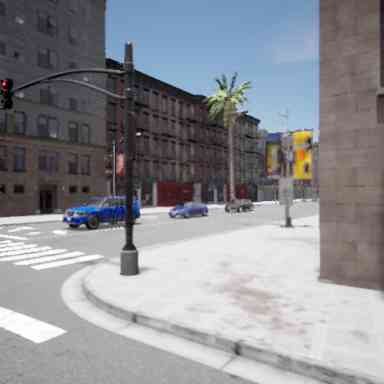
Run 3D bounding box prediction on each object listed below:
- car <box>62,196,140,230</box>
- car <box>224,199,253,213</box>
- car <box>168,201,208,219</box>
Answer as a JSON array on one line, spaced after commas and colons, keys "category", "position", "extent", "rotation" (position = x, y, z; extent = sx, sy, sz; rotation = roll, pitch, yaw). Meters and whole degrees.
[{"category": "car", "position": [-5.940, 1.317, 22.590], "extent": [2.150, 2.045, 5.566], "rotation": [0, 0, 35]}, {"category": "car", "position": [5.583, 1.591, 39.115], "extent": [1.837, 1.490, 4.892], "rotation": [0, 0, 35]}, {"category": "car", "position": [-0.228, 1.616, 30.791], "extent": [1.812, 1.442, 4.674], "rotation": [0, 0, 35]}]
